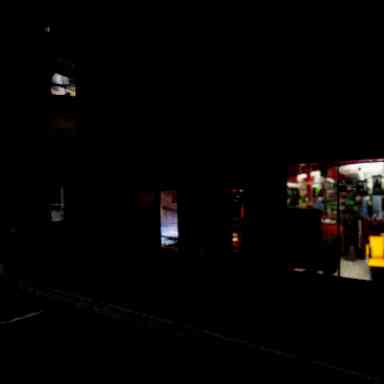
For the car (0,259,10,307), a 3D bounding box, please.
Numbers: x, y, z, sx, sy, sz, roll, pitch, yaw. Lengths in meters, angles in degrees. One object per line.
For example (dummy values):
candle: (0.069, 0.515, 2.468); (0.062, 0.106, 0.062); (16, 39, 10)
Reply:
car: (-5.609, 1.532, 6.873); (4.097, 1.590, 1.967); (-1, -1, 35)
